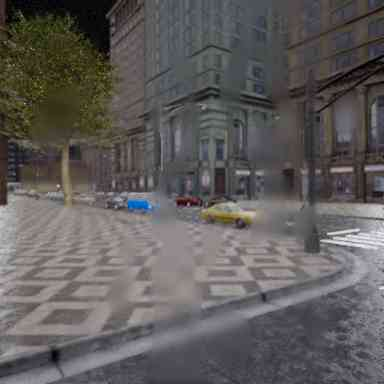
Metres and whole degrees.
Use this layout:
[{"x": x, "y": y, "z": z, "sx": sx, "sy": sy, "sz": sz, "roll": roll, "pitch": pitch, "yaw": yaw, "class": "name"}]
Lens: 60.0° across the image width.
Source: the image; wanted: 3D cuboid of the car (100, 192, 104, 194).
[{"x": -15.402, "y": 0.778, "z": 49.708, "sx": 2.128, "sy": 1.511, "sz": 4.902, "roll": -1, "pitch": 1, "yaw": -35, "class": "car"}]

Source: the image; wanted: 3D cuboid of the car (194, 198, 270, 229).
[{"x": 2.416, "y": 1.269, "z": 19.634, "sx": 1.752, "sy": 1.417, "sz": 4.829, "roll": 0, "pitch": 1, "yaw": -35, "class": "car"}]

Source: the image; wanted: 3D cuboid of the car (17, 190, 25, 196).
[{"x": -39.742, "y": 0.195, "z": 79.478, "sx": 1.967, "sy": 1.590, "sz": 4.097, "roll": 0, "pitch": 1, "yaw": -35, "class": "car"}]

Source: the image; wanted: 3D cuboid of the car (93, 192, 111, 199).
[{"x": -16.600, "y": 0.646, "z": 61.433, "sx": 1.802, "sy": 1.307, "sz": 4.206, "roll": 0, "pitch": 1, "yaw": -35, "class": "car"}]

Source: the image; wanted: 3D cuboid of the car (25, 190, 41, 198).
[{"x": -33.271, "y": 0.349, "z": 70.294, "sx": 1.967, "sy": 1.590, "sz": 4.097, "roll": 0, "pitch": 1, "yaw": -35, "class": "car"}]

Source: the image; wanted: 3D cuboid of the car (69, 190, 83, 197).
[{"x": -26.305, "y": 0.371, "z": 75.207, "sx": 1.887, "sy": 1.381, "sz": 4.507, "roll": 0, "pitch": 1, "yaw": -35, "class": "car"}]

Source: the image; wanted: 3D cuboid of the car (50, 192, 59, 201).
[{"x": -20.331, "y": 0.779, "z": 51.927, "sx": 2.008, "sy": 1.369, "sz": 4.403, "roll": 0, "pitch": 1, "yaw": -35, "class": "car"}]

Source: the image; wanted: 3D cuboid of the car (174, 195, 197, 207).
[{"x": -0.423, "y": 1.011, "z": 38.470, "sx": 1.887, "sy": 1.381, "sz": 4.507, "roll": 0, "pitch": 1, "yaw": -35, "class": "car"}]

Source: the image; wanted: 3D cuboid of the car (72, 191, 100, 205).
[{"x": -13.763, "y": 0.920, "z": 42.604, "sx": 1.752, "sy": 1.417, "sz": 4.829, "roll": 0, "pitch": 1, "yaw": -35, "class": "car"}]

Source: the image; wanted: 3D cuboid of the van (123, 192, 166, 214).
[{"x": -4.153, "y": 0.961, "z": 28.961, "sx": 1.690, "sy": 1.788, "sz": 3.998, "roll": 0, "pitch": 1, "yaw": -35, "class": "van"}]

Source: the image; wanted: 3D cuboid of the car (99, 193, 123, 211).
[{"x": -7.389, "y": 1.100, "z": 33.555, "sx": 2.008, "sy": 1.369, "sz": 4.403, "roll": 0, "pitch": 1, "yaw": -35, "class": "car"}]

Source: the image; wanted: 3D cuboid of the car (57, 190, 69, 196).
[{"x": -32.776, "y": 0.254, "z": 84.390, "sx": 1.802, "sy": 1.307, "sz": 4.206, "roll": 0, "pitch": 1, "yaw": -35, "class": "car"}]

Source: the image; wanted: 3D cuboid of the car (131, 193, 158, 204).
[{"x": -6.895, "y": 0.860, "z": 47.658, "sx": 2.008, "sy": 1.369, "sz": 4.403, "roll": 0, "pitch": 1, "yaw": -35, "class": "car"}]

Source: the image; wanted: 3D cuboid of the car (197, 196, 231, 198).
[{"x": 2.811, "y": 1.103, "z": 33.879, "sx": 1.947, "sy": 1.339, "sz": 4.313, "roll": 0, "pitch": 1, "yaw": -35, "class": "car"}]

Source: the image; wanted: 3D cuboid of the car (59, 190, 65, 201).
[{"x": -17.095, "y": 0.860, "z": 47.335, "sx": 2.008, "sy": 1.369, "sz": 4.403, "roll": 0, "pitch": 1, "yaw": -35, "class": "car"}]

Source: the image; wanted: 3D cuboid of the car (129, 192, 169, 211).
[{"x": -4.482, "y": 0.891, "z": 34.041, "sx": 2.097, "sy": 1.767, "sz": 4.553, "roll": -1, "pitch": 1, "yaw": -35, "class": "car"}]

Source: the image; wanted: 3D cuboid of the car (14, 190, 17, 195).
[{"x": -42.978, "y": 0.119, "z": 84.071, "sx": 1.967, "sy": 1.590, "sz": 4.097, "roll": 0, "pitch": 1, "yaw": -35, "class": "car"}]

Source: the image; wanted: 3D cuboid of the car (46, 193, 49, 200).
[{"x": -23.566, "y": 0.698, "z": 56.519, "sx": 2.008, "sy": 1.369, "sz": 4.403, "roll": 0, "pitch": 1, "yaw": -35, "class": "car"}]
